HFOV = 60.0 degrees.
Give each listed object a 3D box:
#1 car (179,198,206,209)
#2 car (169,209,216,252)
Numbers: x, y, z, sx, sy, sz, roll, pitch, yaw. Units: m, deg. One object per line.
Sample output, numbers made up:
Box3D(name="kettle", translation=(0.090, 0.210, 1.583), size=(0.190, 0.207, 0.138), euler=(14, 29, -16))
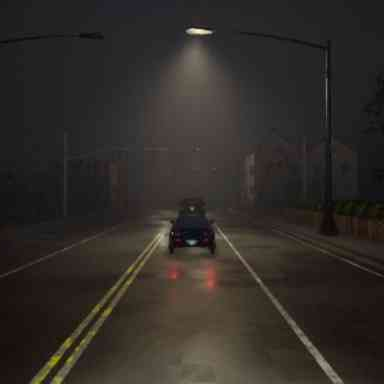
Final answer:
Box3D(name="car", translation=(0.016, 1.492, 29.021), size=(2.150, 2.045, 5.566), euler=(0, 0, 0))
Box3D(name="car", translation=(0.013, 1.663, 14.376), size=(1.812, 1.442, 4.674), euler=(0, 0, 0))
